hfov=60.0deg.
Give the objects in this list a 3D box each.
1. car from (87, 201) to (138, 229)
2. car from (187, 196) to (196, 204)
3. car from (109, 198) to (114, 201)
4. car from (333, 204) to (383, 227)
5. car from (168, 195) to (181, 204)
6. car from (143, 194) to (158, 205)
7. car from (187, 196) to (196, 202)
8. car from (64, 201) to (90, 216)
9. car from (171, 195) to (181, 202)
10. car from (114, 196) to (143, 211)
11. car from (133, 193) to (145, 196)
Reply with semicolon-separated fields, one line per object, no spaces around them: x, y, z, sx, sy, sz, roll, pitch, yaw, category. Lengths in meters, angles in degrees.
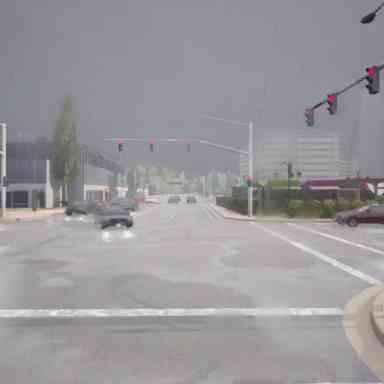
-5.344;1.547;21.837;2.033;1.411;5.357;0;0;-24;car
-0.108;1.489;64.565;2.128;1.511;4.902;0;0;0;car
-10.677;1.502;48.180;1.837;1.490;4.892;0;0;0;car
11.769;1.525;21.917;4.674;1.442;1.812;0;0;1;car
-3.608;1.545;64.559;2.033;1.411;5.357;0;0;0;car
-7.172;1.523;59.825;1.812;1.442;4.674;0;0;0;car
-0.125;1.465;74.870;1.895;1.301;4.718;0;0;0;car
-10.654;1.546;32.582;2.033;1.411;5.357;0;0;0;car
-3.625;1.422;74.832;1.994;1.385;4.181;0;0;0;car
-7.164;1.503;38.023;1.837;1.490;4.892;0;0;0;car
-10.618;1.200;67.926;2.150;2.045;5.566;0;0;0;car
